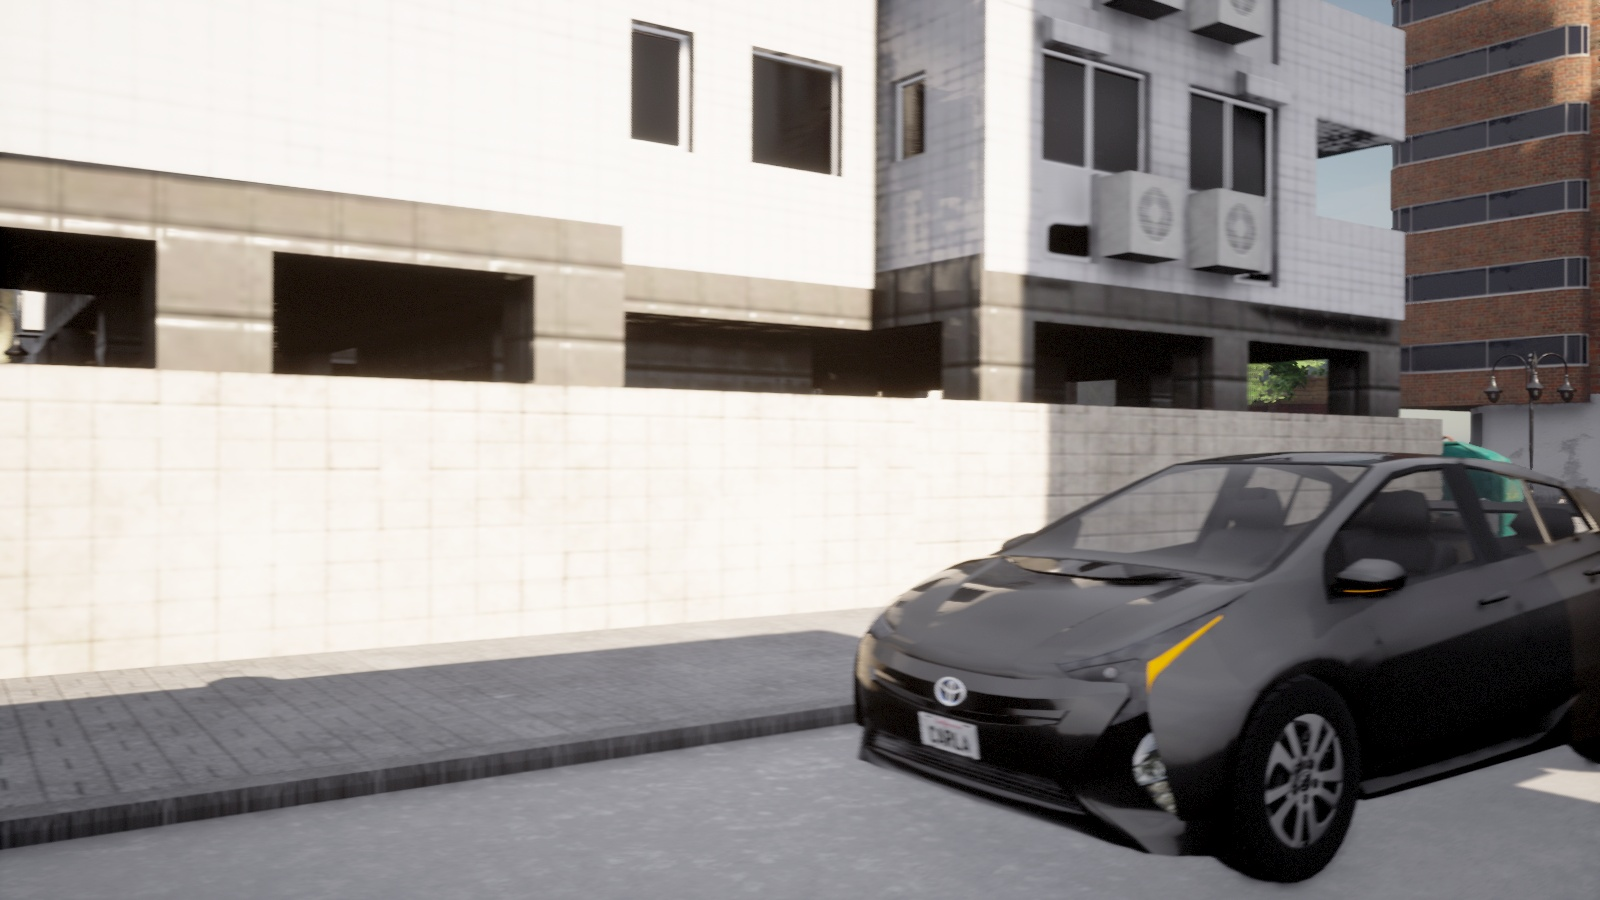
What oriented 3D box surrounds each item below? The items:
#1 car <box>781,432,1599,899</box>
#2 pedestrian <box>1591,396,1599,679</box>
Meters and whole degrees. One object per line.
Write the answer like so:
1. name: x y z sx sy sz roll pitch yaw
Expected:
1. car: 2.345 0.718 5.900 4.514 1.525 2.007 0 0 -35
2. pedestrian: 5.751 0.572 7.949 0.874 1.855 0.900 0 0 -12
